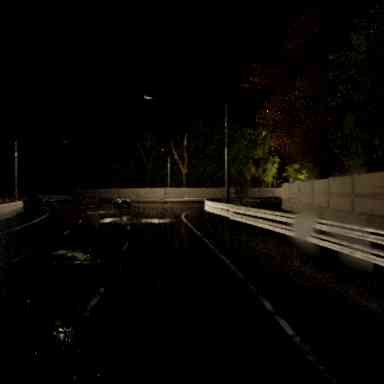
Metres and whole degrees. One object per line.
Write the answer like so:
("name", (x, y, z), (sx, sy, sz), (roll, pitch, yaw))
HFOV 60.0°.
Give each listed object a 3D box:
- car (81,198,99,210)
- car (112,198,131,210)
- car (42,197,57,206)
("car", (-13.936, 1.605, 45.591), (1.837, 1.490, 4.892), (1, 0, -25))
("car", (-9.387, 1.576, 43.998), (2.128, 1.511, 4.902), (0, 0, -24))
("car", (-24.508, 1.651, 57.255), (1.837, 1.490, 4.892), (0, 0, -32))
